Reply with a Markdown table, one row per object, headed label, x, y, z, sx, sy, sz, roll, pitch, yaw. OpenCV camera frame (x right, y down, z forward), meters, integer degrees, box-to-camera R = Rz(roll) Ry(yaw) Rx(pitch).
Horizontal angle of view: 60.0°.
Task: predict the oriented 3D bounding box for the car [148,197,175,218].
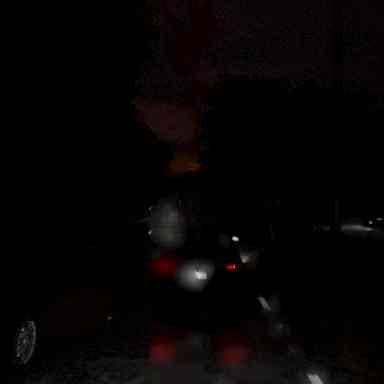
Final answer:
| label | x | y | z | sx | sy | sz | roll | pitch | yaw |
| --- | --- | --- | --- | --- | --- | --- | --- | --- | --- |
| car | -3.098 | 1.570 | 33.165 | 2.097 | 1.767 | 4.553 | 1 | 0 | 0 |

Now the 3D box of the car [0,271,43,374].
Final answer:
| label | x | y | z | sx | sy | sz | roll | pitch | yaw |
| --- | --- | --- | --- | --- | --- | --- | --- | --- | --- |
| car | -3.051 | 1.551 | 3.034 | 1.812 | 1.442 | 4.674 | 0 | -1 | 1 |

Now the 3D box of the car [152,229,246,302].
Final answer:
| label | x | y | z | sx | sy | sz | roll | pitch | yaw |
| --- | --- | --- | --- | --- | --- | --- | --- | --- | --- |
| car | 0.267 | 1.632 | 8.528 | 1.994 | 1.385 | 4.181 | 0 | 0 | 4 |

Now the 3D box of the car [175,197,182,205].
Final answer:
| label | x | y | z | sx | sy | sz | roll | pitch | yaw |
| --- | --- | --- | --- | --- | --- | --- | --- | --- | --- |
| car | -3.121 | 1.808 | 53.411 | 2.128 | 1.511 | 4.902 | 0 | 0 | 0 |

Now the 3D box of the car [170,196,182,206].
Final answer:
| label | x | y | z | sx | sy | sz | roll | pitch | yaw |
| --- | --- | --- | --- | --- | --- | --- | --- | --- | --- |
| car | -3.076 | 1.695 | 64.763 | 2.097 | 1.767 | 4.553 | 0 | 0 | 1 |

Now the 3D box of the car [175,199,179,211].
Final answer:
| label | x | y | z | sx | sy | sz | roll | pitch | yaw |
| --- | --- | --- | --- | --- | --- | --- | --- | --- | --- |
| car | -3.120 | 1.879 | 43.092 | 1.895 | 1.301 | 4.718 | 0 | 0 | 0 |

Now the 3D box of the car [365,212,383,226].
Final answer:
| label | x | y | z | sx | sy | sz | roll | pitch | yaw |
| --- | --- | --- | --- | --- | --- | --- | --- | --- | --- |
| car | 13.984 | 1.516 | 21.014 | 5.357 | 1.411 | 2.033 | -1 | 1 | 2 |
